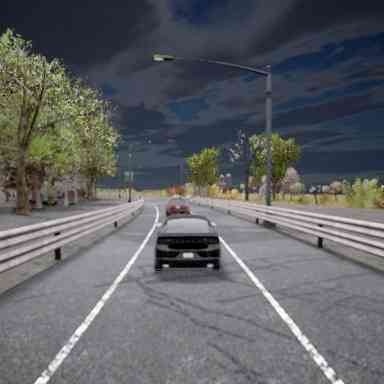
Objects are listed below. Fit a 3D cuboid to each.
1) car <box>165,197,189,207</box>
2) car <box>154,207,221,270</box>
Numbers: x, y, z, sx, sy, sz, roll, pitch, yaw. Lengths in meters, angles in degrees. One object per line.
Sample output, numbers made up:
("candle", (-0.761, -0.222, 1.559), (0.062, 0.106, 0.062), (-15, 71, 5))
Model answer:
("car", (-1.411, 1.359, 31.073), (2.097, 1.767, 4.553), (0, 0, -5))
("car", (-0.175, 1.485, 11.095), (1.882, 1.535, 5.008), (0, 0, -2))
